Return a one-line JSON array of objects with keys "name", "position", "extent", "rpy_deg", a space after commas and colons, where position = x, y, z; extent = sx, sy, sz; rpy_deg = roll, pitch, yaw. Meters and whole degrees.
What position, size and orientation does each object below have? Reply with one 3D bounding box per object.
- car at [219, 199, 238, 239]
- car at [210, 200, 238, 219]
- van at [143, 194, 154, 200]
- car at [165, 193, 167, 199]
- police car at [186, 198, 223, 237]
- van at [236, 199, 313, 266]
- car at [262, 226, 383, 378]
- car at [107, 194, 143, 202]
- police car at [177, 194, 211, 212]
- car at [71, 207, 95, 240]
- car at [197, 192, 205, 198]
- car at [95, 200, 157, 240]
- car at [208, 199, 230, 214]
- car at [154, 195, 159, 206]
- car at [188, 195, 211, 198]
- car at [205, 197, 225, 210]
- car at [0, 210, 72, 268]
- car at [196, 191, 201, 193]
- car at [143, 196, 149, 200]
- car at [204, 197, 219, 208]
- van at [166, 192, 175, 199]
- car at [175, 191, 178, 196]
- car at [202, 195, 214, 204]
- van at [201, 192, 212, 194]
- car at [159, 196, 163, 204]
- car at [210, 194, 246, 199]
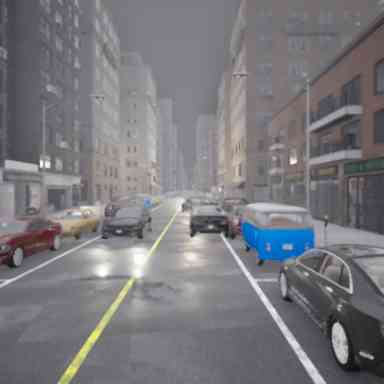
[{"name": "car", "position": [2.660, 1.365, 16.780], "extent": [1.967, 1.590, 4.097], "rpy_deg": [0, 0, 0]}, {"name": "car", "position": [2.655, 1.439, 28.119], "extent": [1.947, 1.339, 4.313], "rpy_deg": [0, 0, 0]}, {"name": "van", "position": [-5.875, 1.162, 39.438], "extent": [1.690, 1.788, 3.998], "rpy_deg": [0, 0, 0]}, {"name": "car", "position": [-5.882, 1.281, 56.445], "extent": [2.008, 1.369, 4.403], "rpy_deg": [0, 0, 0]}, {"name": "police car", "position": [0.789, 1.347, 17.515], "extent": [1.930, 1.638, 5.238], "rpy_deg": [0, 0, -1]}, {"name": "van", "position": [2.662, 1.291, 11.110], "extent": [1.690, 1.788, 3.998], "rpy_deg": [0, 0, 0]}, {"name": "car", "position": [2.665, 1.527, 5.442], "extent": [2.008, 1.369, 4.403], "rpy_deg": [0, 0, 0]}, {"name": "car", "position": [-5.870, 1.188, 28.103], "extent": [2.192, 1.841, 5.009], "rpy_deg": [0, 0, 0]}, {"name": "police car", "position": [0.259, 1.274, 33.437], "extent": [1.930, 1.638, 5.238], "rpy_deg": [0, 0, -17]}, {"name": "car", "position": [-5.865, 1.451, 16.597], "extent": [1.752, 1.417, 4.829], "rpy_deg": [0, 0, 0]}, {"name": "car", "position": [2.628, 0.824, 94.830], "extent": [2.192, 1.841, 5.009], "rpy_deg": [0, 0, 0]}, {"name": "car", "position": [-3.107, 1.403, 16.694], "extent": [1.882, 1.535, 5.008], "rpy_deg": [0, 0, 0]}, {"name": "car", "position": [2.653, 1.413, 33.788], "extent": [1.947, 1.339, 4.313], "rpy_deg": [0, 0, 0]}, {"name": "car", "position": [-5.877, 1.319, 44.938], "extent": [1.752, 1.417, 4.829], "rpy_deg": [0, 0, 0]}, {"name": "car", "position": [0.775, 1.331, 27.610], "extent": [1.801, 1.575, 5.366], "rpy_deg": [0, 0, 0]}, {"name": "car", "position": [2.651, 1.372, 39.457], "extent": [2.008, 1.369, 4.403], "rpy_deg": [0, 0, 0]}, {"name": "car", "position": [-5.863, 1.495, 11.098], "extent": [1.887, 1.381, 4.507], "rpy_deg": [0, 0, 0]}, {"name": "car", "position": [2.633, 1.016, 83.660], "extent": [1.967, 1.590, 4.097], "rpy_deg": [0, 0, 0]}, {"name": "car", "position": [-5.873, 1.398, 33.771], "extent": [2.008, 1.369, 4.403], "rpy_deg": [0, 0, 0]}, {"name": "car", "position": [2.649, 1.375, 45.127], "extent": [1.802, 1.307, 4.206], "rpy_deg": [0, 0, 0]}, {"name": "van", "position": [-5.893, 0.917, 83.639], "extent": [1.690, 1.788, 3.998], "rpy_deg": [0, 0, 0]}, {"name": "car", "position": [-5.898, 0.824, 94.811], "extent": [2.192, 1.841, 5.009], "rpy_deg": [0, 0, 0]}, {"name": "car", "position": [2.644, 1.254, 56.636], "extent": [1.752, 1.417, 4.829], "rpy_deg": [0, 0, 0]}, {"name": "van", "position": [2.646, 1.103, 50.796], "extent": [1.690, 1.788, 3.998], "rpy_deg": [0, 0, 0]}, {"name": "car", "position": [-5.879, 1.288, 50.607], "extent": [1.752, 1.417, 4.829], "rpy_deg": [0, 0, 0]}, {"name": "car", "position": [2.657, 1.214, 22.448], "extent": [2.192, 1.841, 5.009], "rpy_deg": [0, 0, 0]}]
